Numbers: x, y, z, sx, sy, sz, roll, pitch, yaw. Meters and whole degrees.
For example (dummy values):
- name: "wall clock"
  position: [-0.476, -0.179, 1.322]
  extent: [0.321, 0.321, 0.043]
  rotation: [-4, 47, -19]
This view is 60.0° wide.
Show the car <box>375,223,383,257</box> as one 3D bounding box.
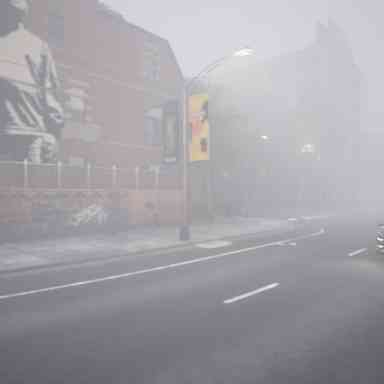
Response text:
- name: "car"
  position: [8.413, 1.561, 12.454]
  extent: [1.837, 1.490, 4.892]
  rotation: [-1, -1, 44]
